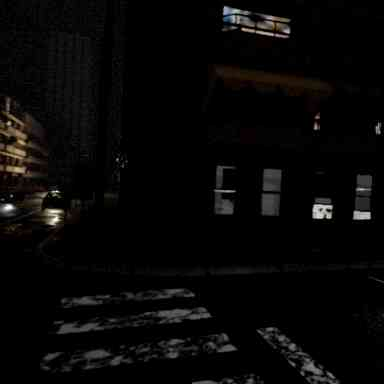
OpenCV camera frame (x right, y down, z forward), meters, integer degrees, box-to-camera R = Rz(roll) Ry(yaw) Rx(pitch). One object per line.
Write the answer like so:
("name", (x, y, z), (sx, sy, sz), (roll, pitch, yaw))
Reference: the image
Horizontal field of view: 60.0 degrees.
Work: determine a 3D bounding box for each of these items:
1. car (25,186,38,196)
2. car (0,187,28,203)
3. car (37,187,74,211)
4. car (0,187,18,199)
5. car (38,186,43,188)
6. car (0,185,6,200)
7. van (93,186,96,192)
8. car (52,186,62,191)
("car", (-25.973, -0.229, 52.061), (1.752, 1.417, 4.829), (2, 1, -14))
("car", (-18.765, 0.387, 34.283), (1.895, 1.301, 4.718), (2, 1, -14))
("car", (-11.103, 0.660, 27.502), (1.967, 1.590, 4.097), (2, 1, -14))
("car", (-23.300, 0.073, 41.513), (1.802, 1.307, 4.206), (2, 1, -14))
("car", (-28.735, -0.424, 62.940), (1.802, 1.307, 4.206), (2, 1, -14))
("car", (-21.936, 0.057, 36.153), (1.967, 1.590, 4.097), (2, 1, -14))
("van", (-26.047, -0.805, 86.425), (1.690, 1.788, 3.998), (2, 1, -14))
("car", (-34.171, -0.915, 84.367), (1.802, 1.307, 4.206), (2, 1, -14))
